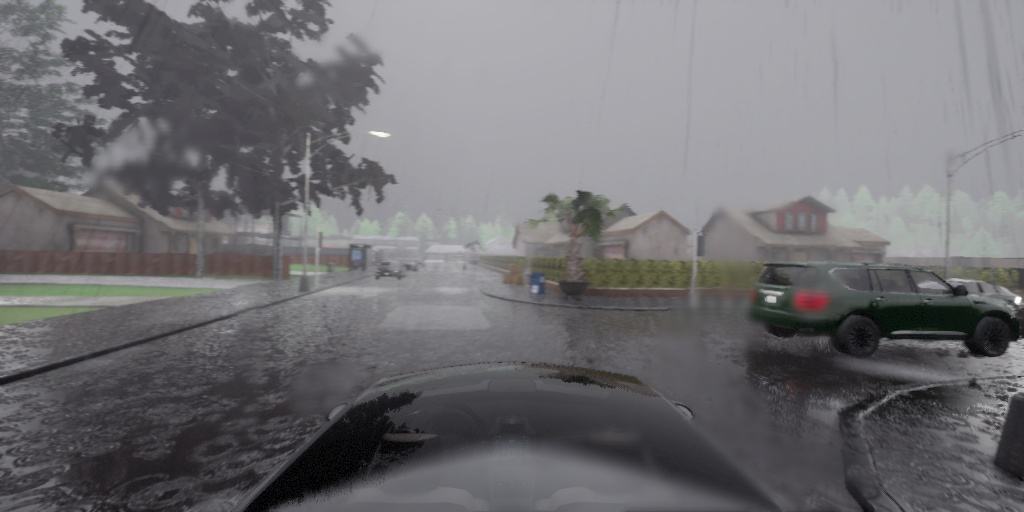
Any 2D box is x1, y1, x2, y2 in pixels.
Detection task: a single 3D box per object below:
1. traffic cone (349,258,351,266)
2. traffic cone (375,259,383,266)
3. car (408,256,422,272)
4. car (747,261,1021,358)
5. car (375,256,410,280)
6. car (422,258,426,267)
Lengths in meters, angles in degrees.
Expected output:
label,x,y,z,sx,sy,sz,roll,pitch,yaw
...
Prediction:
label,x,y,z,sx,sy,sz,roll,pitch,yaw
traffic cone,-26.137,0.930,56.766,0.344,0.586,0.344,0,0,-10
traffic cone,-19.800,1.120,53.294,0.344,0.586,0.344,0,0,-10
car,-11.625,0.822,39.911,2.097,1.767,4.553,1,0,-10
car,8.817,1.185,8.779,5.566,2.045,2.150,1,0,-6
car,-9.505,1.025,28.350,1.837,1.490,4.892,1,0,-10
car,-14.560,0.947,56.124,2.033,1.411,5.357,1,0,-10
